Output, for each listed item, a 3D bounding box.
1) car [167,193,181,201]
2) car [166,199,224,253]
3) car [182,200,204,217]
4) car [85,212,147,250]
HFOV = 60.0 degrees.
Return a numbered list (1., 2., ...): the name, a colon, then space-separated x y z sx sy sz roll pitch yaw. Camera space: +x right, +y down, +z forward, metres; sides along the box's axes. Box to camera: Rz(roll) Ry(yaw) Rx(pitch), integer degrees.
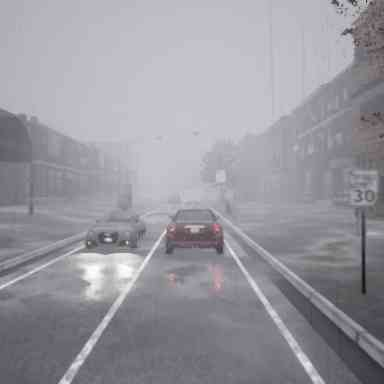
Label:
1. car: -3.048 1.124 57.490 2.150 2.045 5.566 0 1 1
2. car: 0.099 1.359 13.771 2.097 1.767 4.553 0 0 0
3. car: 0.098 1.560 32.575 2.033 1.411 5.357 0 0 0
4. car: -3.101 1.572 14.301 1.994 1.385 4.181 0 0 0
